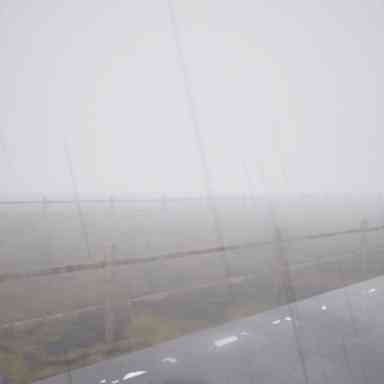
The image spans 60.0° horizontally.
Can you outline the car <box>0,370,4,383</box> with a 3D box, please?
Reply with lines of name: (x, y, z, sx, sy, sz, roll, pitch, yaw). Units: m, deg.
car: (-3.045, 1.527, 0.878, 4.674, 1.442, 1.812, 0, 0, -35)
